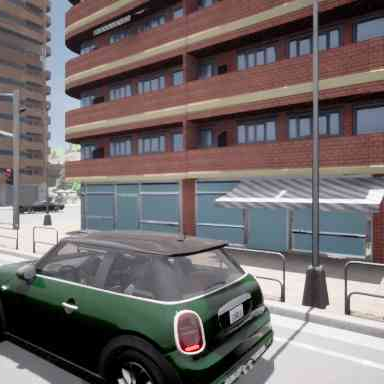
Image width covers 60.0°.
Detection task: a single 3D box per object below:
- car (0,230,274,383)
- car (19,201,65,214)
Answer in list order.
[{"bbox_3d":[-1.241,1.352,4.879,4.553,1.767,2.097,0,0,36],"label":"car"},{"bbox_3d":[-16.242,1.601,35.687,1.895,1.301,4.718,0,0,36],"label":"car"}]
